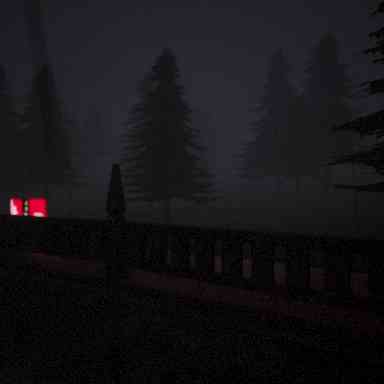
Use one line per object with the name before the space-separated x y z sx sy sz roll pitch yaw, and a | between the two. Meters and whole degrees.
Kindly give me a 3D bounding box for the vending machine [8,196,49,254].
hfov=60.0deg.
vending machine | -6.346 1.225 12.938 0.880 2.100 1.100 0 0 29
